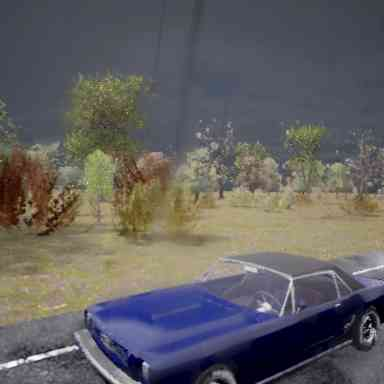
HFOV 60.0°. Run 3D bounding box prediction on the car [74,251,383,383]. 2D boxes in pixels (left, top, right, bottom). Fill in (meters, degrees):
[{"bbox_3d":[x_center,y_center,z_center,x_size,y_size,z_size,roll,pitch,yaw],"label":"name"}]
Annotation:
[{"bbox_3d":[0.920,1.620,4.680,4.718,1.301,1.895,0,0,-36],"label":"car"}]
